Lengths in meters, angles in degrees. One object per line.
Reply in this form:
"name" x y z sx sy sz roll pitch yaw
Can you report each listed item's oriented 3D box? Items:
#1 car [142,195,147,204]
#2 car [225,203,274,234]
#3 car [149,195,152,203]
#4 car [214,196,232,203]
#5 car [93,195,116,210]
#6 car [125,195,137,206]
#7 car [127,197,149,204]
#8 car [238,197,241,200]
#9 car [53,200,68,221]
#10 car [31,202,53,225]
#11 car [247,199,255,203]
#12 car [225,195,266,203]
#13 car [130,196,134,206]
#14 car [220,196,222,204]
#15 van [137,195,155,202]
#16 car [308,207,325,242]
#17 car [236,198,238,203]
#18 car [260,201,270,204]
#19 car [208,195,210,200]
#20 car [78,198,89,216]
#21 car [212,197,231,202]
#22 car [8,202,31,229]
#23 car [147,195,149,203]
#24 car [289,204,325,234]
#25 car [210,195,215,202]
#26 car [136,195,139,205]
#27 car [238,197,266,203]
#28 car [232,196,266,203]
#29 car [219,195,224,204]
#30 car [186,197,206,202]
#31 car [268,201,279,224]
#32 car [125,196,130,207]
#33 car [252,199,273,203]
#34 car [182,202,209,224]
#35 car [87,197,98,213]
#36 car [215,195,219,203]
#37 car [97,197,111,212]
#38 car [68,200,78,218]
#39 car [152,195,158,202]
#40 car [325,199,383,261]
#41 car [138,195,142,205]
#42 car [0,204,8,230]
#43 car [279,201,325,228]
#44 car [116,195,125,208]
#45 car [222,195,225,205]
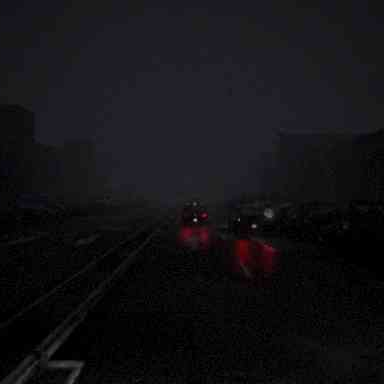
"car" -12.281 1.829 67.215 5.008 1.535 2.097 0 0 0
"car" 3.211 1.566 19.406 1.812 1.442 4.674 0 0 0
"car" -12.221 1.621 72.775 5.566 2.045 2.435 0 0 0
"car" 8.083 1.895 88.046 4.553 1.767 2.185 0 0 0
"car" -12.492 1.515 42.178 4.553 1.767 2.185 0 0 0
"car" -12.537 1.738 56.108 5.366 1.575 1.946 0 0 0
"car" -12.207 1.923 75.554 4.792 1.488 2.163 0 0 0
"car" 8.033 1.594 35.778 5.366 1.575 1.946 0 0 0
"car" -12.596 1.551 25.539 4.892 1.521 2.231 0 0 0
"car" -12.606 1.538 22.760 5.008 1.535 2.097 0 0 0
"car" 7.786 1.596 30.258 4.792 1.488 2.163 0 0 0
"car" 7.862 1.422 46.808 5.566 2.045 2.435 0 0 0
"car" -12.344 1.748 53.327 4.792 1.488 2.163 0 0 0
"car" 7.942 1.837 60.721 4.674 1.452 2.002 0 -1 0
"van" -12.288 1.767 89.453 4.442 1.987 1.878 0 0 0
"car" 7.689 1.533 13.718 4.792 1.488 2.163 0 0 0
"car" 7.887 1.644 38.535 4.792 1.488 2.163 0 0 0
"car" 7.781 1.581 24.781 4.674 1.452 2.002 0 0 0
"car" 8.103 1.806 93.687 5.566 2.045 2.435 0 0 0
"car" -12.576 1.605 30.972 4.792 1.488 2.163 0 0 0
"car" 8.058 2.038 90.802 5.008 1.535 2.097 0 0 0
"car" -12.663 1.556 19.855 4.792 1.488 2.163 0 0 0
"car" -12.256 1.852 69.995 4.892 1.521 2.231 0 0 0
"car" 7.729 1.511 16.474 5.008 1.535 2.097 0 0 0
"car" 8.070 1.752 85.412 5.566 2.045 2.435 0 0 0
"car" -12.359 1.792 58.885 4.792 1.488 2.163 0 0 0
"car" 7.646 1.578 33.017 5.366 1.575 1.946 0 0 0
"car" 8.054 1.629 41.293 5.366 1.575 1.946 0 0 0
"car" 7.924 1.696 63.350 4.553 1.767 2.185 0 -1 0
"car" 0.331 1.510 42.031 2.097 1.767 4.553 0 0 0
"car" 7.796 1.559 21.987 4.792 1.488 2.163 0 0 0
"car" -12.366 1.727 50.549 4.792 1.488 2.163 0 0 0
"car" 7.770 1.582 27.503 4.792 1.488 2.163 0 0 0
"car" 0.246 1.663 25.255 1.895 1.301 4.718 0 0 0
"car" -12.533 1.591 33.751 4.892 1.521 2.231 0 0 0
"car" 7.938 1.595 66.109 5.566 2.045 2.435 0 -1 0
"car" -12.480 1.662 39.307 4.674 1.452 2.002 0 0 0
"car" -12.566 1.602 28.192 4.674 1.452 2.002 0 0 0
"car" -12.177 1.975 86.671 4.892 1.521 2.231 0 0 0
"car" 7.730 1.247 10.960 5.566 2.045 2.435 0 0 0
"car" -12.314 1.784 61.540 5.008 1.535 2.097 0 0 0
"car" -12.649 1.518 17.077 4.892 1.521 2.231 0 0 0
"car" 7.719 1.394 19.231 4.553 1.767 2.185 0 0 0
"car" -12.466 1.407 44.992 5.566 2.045 2.435 0 0 0
"car" 7.918 1.744 55.077 5.008 1.535 2.097 0 -1 0
